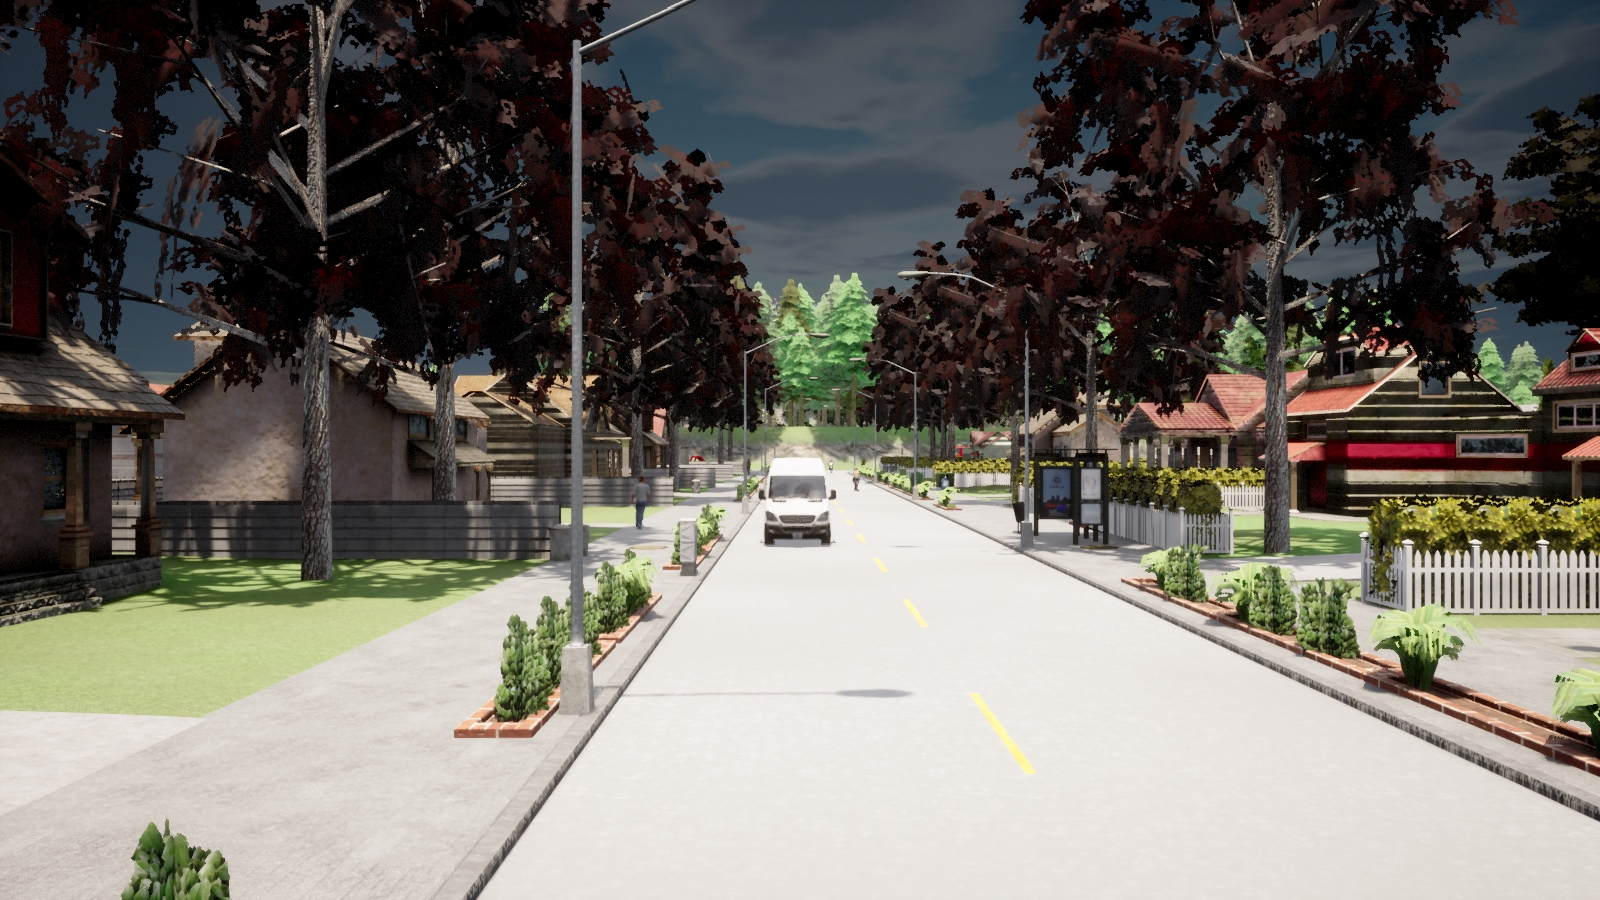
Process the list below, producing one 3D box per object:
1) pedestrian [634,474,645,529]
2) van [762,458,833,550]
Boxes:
[{"bbox_3d":[-5.466,1.743,38.900,0.375,1.860,0.375,0,0,-11],"label":"pedestrian"},{"bbox_3d":[-0.074,1.534,35.232,1.988,2.561,5.915,0,0,0],"label":"van"}]
